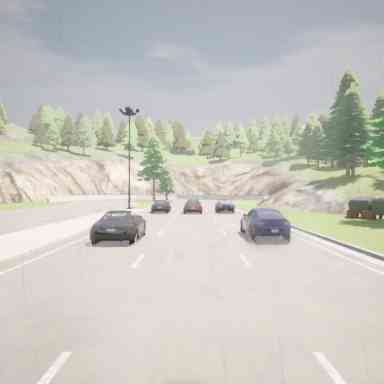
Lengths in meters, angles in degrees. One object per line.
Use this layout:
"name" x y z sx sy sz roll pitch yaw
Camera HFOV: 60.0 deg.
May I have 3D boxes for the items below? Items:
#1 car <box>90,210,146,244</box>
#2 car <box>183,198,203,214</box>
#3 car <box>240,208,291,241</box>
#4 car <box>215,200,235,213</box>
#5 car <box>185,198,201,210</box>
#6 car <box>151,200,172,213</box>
"car" -3.396 1.564 15.917 1.994 1.385 4.181 0 0 0
"car" 0.108 1.563 35.267 1.994 1.385 4.181 0 0 0
"car" 3.605 1.525 16.711 1.812 1.442 4.674 0 0 0
"car" 3.613 1.600 37.368 1.895 1.301 4.718 0 0 0
"car" 0.166 1.547 44.510 2.033 1.411 5.357 0 0 1
"car" -3.388 1.563 37.080 1.994 1.385 4.181 0 0 0
